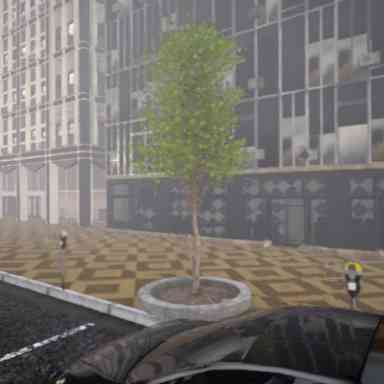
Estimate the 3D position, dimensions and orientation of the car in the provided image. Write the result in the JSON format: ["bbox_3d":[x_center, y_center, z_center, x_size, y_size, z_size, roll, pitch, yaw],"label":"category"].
[{"bbox_3d":[0.774,1.567,2.324,4.313,1.339,1.947,0,0,35],"label":"car"}]
